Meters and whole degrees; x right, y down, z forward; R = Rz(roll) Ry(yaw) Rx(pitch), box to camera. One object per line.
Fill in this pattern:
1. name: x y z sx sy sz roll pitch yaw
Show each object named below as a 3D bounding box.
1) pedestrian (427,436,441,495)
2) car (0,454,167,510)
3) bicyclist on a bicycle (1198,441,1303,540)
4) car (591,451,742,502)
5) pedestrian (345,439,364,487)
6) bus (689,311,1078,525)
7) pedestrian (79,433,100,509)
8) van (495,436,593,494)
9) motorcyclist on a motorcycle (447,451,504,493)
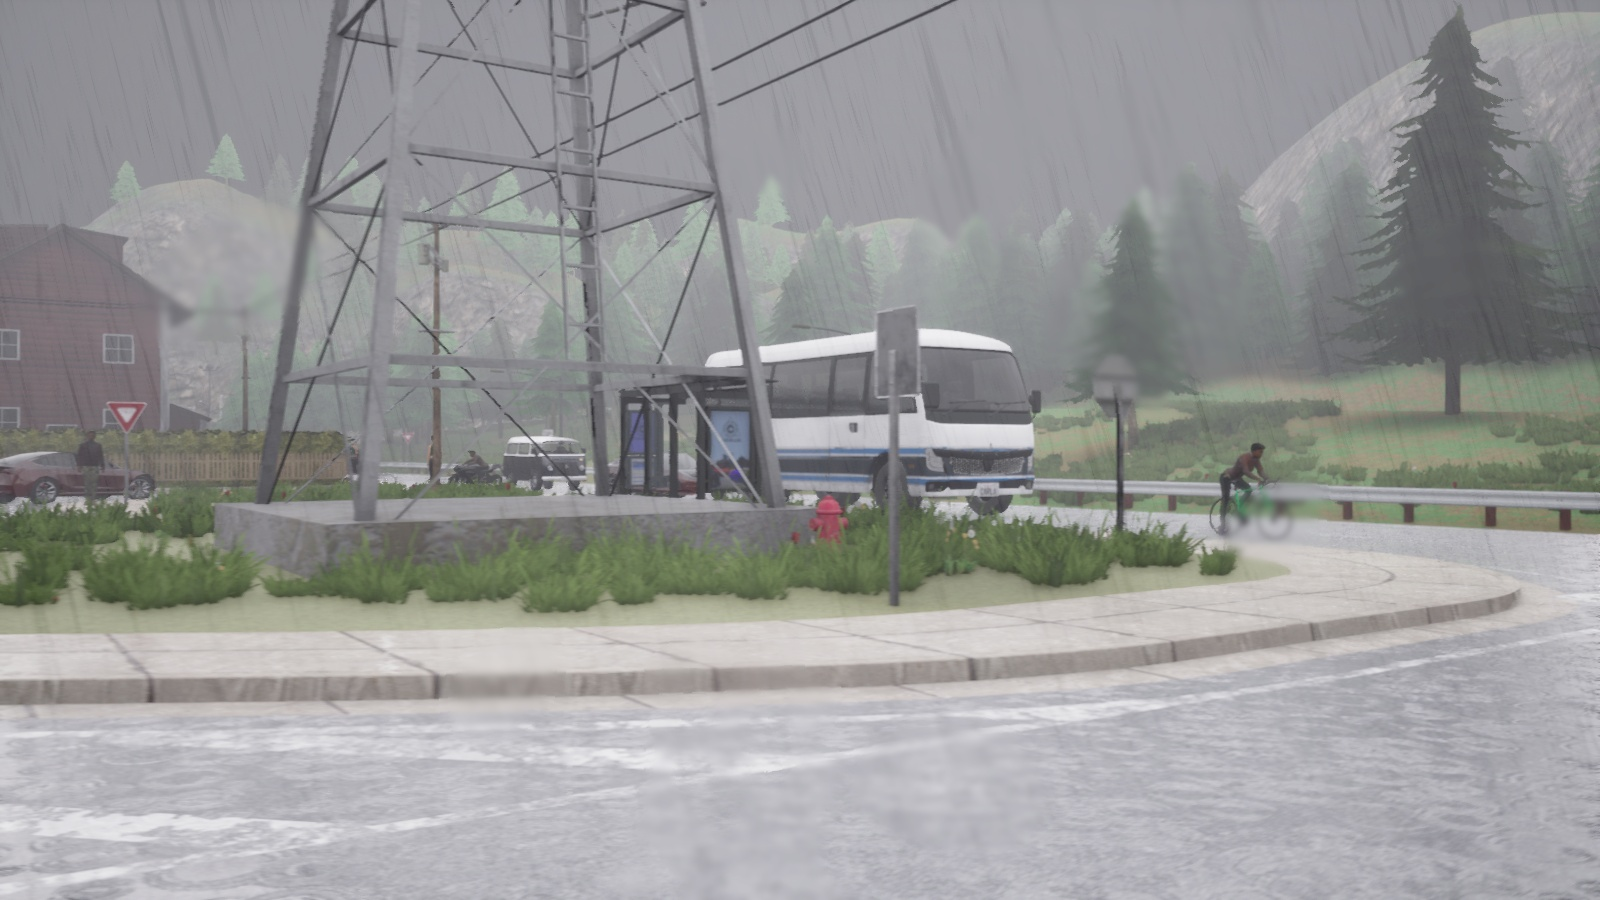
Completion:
1. pedestrian: -11.503 0.471 39.467 0.345 1.836 0.594 0 0 -22
2. car: -21.149 0.866 36.327 2.163 1.488 4.792 0 0 24
3. bicyclist on a bicycle: 7.624 0.663 21.333 0.582 1.620 1.656 0 0 -34
4. car: -4.195 0.777 38.849 2.163 1.488 4.792 0 0 -44
5. pedestrian: -17.042 0.503 48.077 0.345 1.836 0.594 0 0 39
6. bus: 1.532 -0.631 30.413 3.944 4.253 10.273 0 0 -34
7. pedestrian: -17.443 0.500 30.839 0.431 1.840 0.703 0 0 -29
8. van: -9.650 0.531 47.106 2.069 2.038 4.480 0 0 -34
9. motorcyclist on a motorcycle: -12.045 0.803 46.665 2.044 1.523 0.797 0 0 -12
